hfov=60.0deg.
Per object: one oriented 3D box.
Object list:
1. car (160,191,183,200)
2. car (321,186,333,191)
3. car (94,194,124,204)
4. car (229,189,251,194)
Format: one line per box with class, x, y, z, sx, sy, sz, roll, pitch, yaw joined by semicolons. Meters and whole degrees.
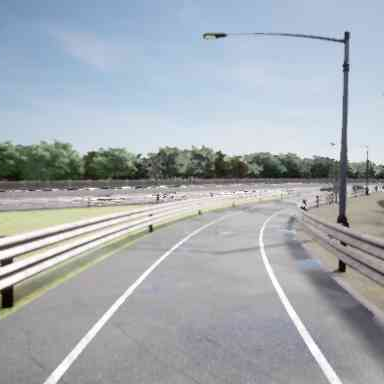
car;-3.292;0.600;56.513;4.674;1.442;1.812;-2;4;-37
car;34.884;-0.869;85.240;4.181;1.385;1.994;-2;3;-37
car;-12.253;0.957;49.772;4.674;1.442;1.812;-2;3;-37
car;9.476;0.084;66.119;5.357;1.411;2.033;-2;3;-37
